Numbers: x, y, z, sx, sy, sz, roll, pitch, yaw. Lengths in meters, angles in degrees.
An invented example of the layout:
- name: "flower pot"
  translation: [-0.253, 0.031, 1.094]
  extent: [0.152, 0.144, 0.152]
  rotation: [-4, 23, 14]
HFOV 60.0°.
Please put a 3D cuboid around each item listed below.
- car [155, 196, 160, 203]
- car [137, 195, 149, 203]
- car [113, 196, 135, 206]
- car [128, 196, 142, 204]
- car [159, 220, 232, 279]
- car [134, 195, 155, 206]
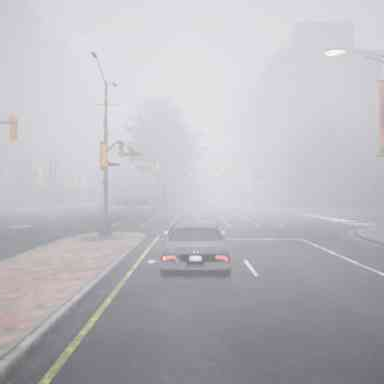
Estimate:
- name: "car"
  translation: [-7.967, 1.665, 65.157]
  extent: [1.812, 1.442, 4.674]
  rotation: [0, 0, 1]
- name: "car"
  translation: [-11.439, 1.520, 77.255]
  extent: [2.097, 1.767, 4.553]
  rotation: [0, 0, 0]
- name: "car"
  translation: [-11.524, 1.614, 57.322]
  extent: [2.128, 1.511, 4.902]
  rotation: [0, 0, 0]
- name: "car"
  translation: [-11.447, 1.637, 67.244]
  extent: [2.128, 1.511, 4.902]
  rotation: [0, 0, 0]
- name: "car"
  translation: [0.081, 1.570, 10.099]
  extent: [2.033, 1.411, 5.357]
  rotation: [0, 0, 0]
- name: "car"
  translation: [-8.027, 1.685, 56.640]
  extent: [1.994, 1.385, 4.181]
  rotation: [0, 0, 1]
